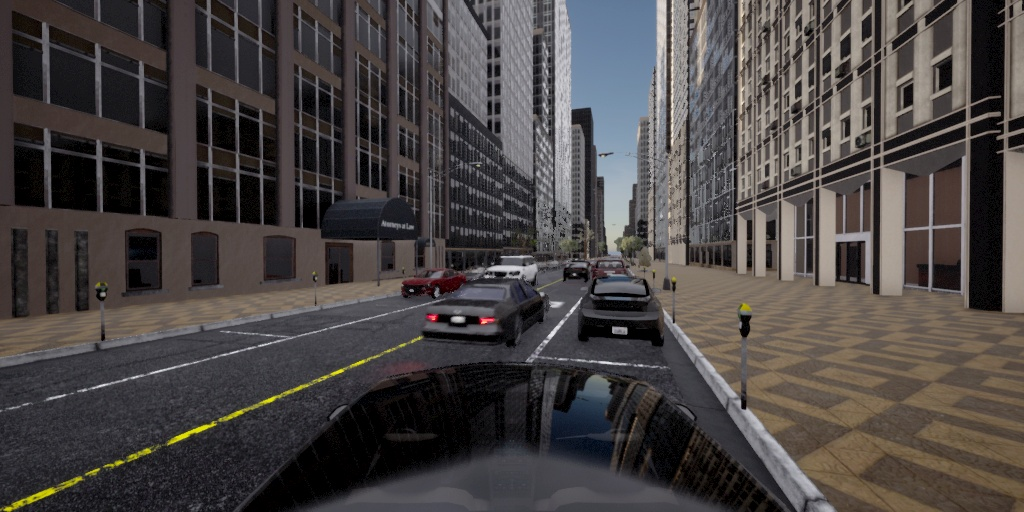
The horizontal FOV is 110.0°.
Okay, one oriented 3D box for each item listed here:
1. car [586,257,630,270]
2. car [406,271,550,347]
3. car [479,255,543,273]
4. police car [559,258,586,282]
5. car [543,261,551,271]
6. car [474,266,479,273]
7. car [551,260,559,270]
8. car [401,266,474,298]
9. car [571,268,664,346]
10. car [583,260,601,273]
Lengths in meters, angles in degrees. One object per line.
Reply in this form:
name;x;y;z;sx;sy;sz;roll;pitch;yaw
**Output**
car;5.830;1.060;21.171;2.192;1.841;5.009;0;0;17
car;-0.343;1.296;9.459;2.033;1.411;5.357;0;0;17
car;0.109;0.967;22.238;2.150;2.045;5.566;0;0;17
police car;5.374;1.169;29.091;1.930;1.638;5.238;0;0;17
car;2.643;1.293;39.901;2.007;1.370;4.403;0;0;17
car;-2.205;1.296;23.554;2.007;1.370;4.403;0;0;17
car;5.875;1.289;50.799;2.007;1.370;4.403;0;0;17
car;-3.821;1.292;18.105;1.888;1.381;4.507;0;0;17
car;2.849;1.252;9.517;1.837;1.490;4.892;0;0;17
car;9.769;1.266;43.563;1.812;1.442;4.674;0;0;17
